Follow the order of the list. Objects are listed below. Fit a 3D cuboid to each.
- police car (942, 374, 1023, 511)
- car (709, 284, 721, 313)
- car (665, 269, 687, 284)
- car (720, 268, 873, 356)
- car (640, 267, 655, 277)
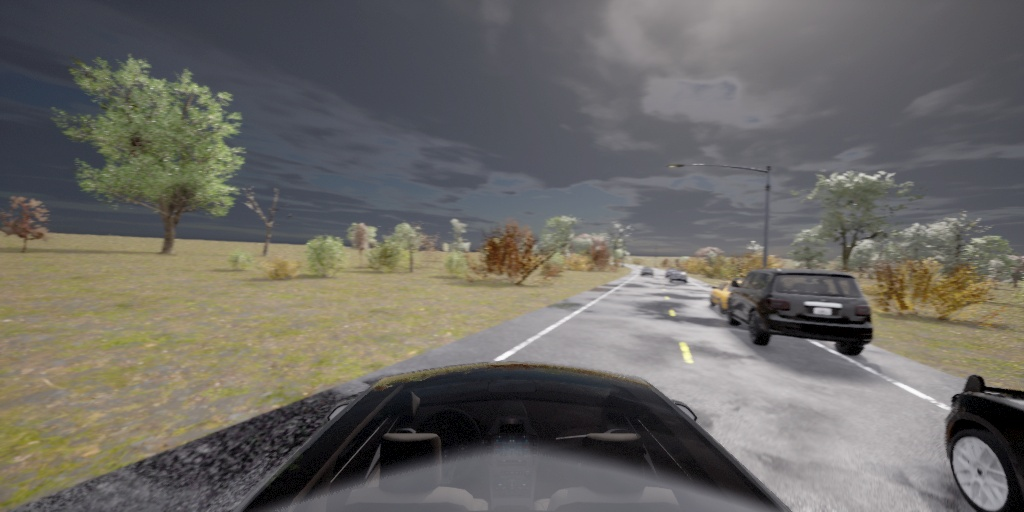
[{"bbox_3d":[4.268,1.362,1.311,1.930,1.638,5.238,2,0,22],"label":"police car"},{"bbox_3d":[10.227,1.763,16.243,1.801,1.575,5.366,2,0,22],"label":"car"},{"bbox_3d":[19.376,2.416,41.839,2.033,1.411,5.357,2,0,22],"label":"car"},{"bbox_3d":[7.954,1.391,10.524,2.150,2.045,5.566,2,0,22],"label":"car"},{"bbox_3d":[21.274,2.531,56.434,1.837,1.490,4.892,2,0,21],"label":"car"}]
